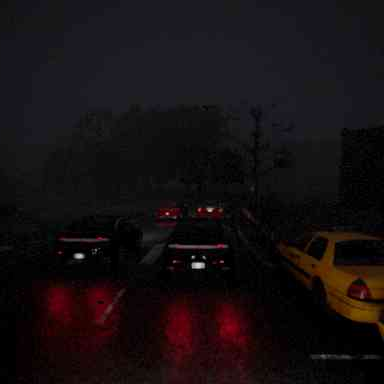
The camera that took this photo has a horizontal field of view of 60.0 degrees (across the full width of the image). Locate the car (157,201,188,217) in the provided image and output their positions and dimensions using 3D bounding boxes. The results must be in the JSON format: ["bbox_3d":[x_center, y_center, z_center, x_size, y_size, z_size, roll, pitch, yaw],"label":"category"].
[{"bbox_3d":[-1.528,1.456,27.718,1.882,1.535,5.008,0,1,8],"label":"car"}]

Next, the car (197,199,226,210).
[{"bbox_3d":[1.636,1.363,26.831,2.097,1.767,4.553,0,1,8],"label":"car"}]

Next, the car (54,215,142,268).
[{"bbox_3d":[-2.972,1.536,11.469,2.128,1.511,4.902,0,0,2],"label":"car"}]

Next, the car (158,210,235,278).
[{"bbox_3d":[0.226,1.535,10.278,2.128,1.511,4.902,0,0,2],"label":"car"}]

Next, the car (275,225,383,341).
[{"bbox_3d":[3.240,1.510,7.496,1.946,1.575,5.366,0,0,0],"label":"car"}]
